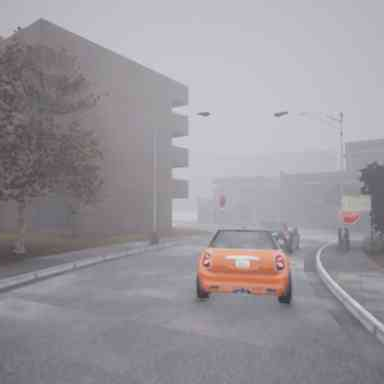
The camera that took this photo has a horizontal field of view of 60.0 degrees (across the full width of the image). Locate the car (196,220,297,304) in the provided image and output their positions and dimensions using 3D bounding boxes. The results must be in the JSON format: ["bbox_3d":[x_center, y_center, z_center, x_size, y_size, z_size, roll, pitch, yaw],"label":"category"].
[{"bbox_3d":[1.482,1.696,9.197,2.097,1.767,4.553,0,-4,11],"label":"car"}]

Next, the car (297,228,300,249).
[{"bbox_3d":[4.884,2.412,19.042,2.097,1.767,4.553,-1,-4,24],"label":"car"}]
